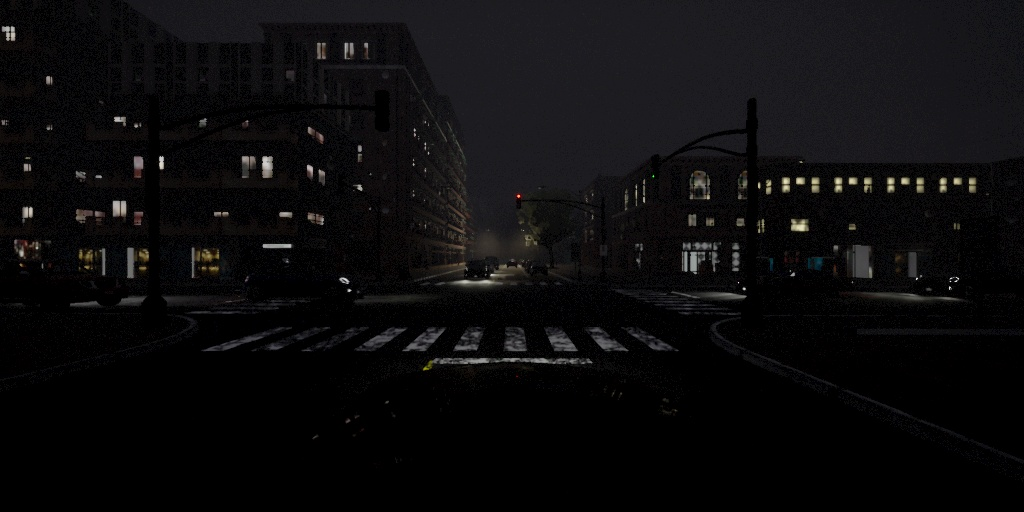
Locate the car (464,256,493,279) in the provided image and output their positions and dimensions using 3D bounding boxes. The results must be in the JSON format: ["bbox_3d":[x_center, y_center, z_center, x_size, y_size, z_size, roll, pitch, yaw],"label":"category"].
[{"bbox_3d":[-3.065,1.124,32.281,2.097,1.767,4.553,0,0,-1],"label":"car"}]

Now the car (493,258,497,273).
[{"bbox_3d":[-3.088,1.315,42.579,1.812,1.442,4.674,0,0,0],"label":"car"}]

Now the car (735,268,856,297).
[{"bbox_3d":[15.028,1.372,19.117,5.357,1.411,2.033,0,0,0],"label":"car"}]

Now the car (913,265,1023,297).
[{"bbox_3d":[24.528,1.219,19.181,4.553,1.767,2.097,0,0,0],"label":"car"}]

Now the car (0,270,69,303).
[{"bbox_3d":[-22.906,1.282,15.657,4.718,1.301,1.895,0,0,0],"label":"car"}]

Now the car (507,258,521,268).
[{"bbox_3d":[0.015,1.319,63.178,2.128,1.511,4.902,0,0,0],"label":"car"}]

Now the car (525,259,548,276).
[{"bbox_3d":[2.699,1.330,36.820,2.007,1.370,4.403,0,0,0],"label":"car"}]

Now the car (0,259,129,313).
[{"bbox_3d":[-17.273,1.014,13.106,5.009,1.841,2.192,0,0,0],"label":"car"}]

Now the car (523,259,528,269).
[{"bbox_3d":[2.701,1.228,42.517,1.967,1.591,4.097,0,0,0],"label":"car"}]

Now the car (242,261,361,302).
[{"bbox_3d":[-9.460,1.086,16.471,4.553,1.767,2.097,0,0,-9],"label":"car"}]

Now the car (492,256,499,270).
[{"bbox_3d":[-3.078,1.028,53.211,2.150,2.045,5.566,0,0,1],"label":"car"}]
